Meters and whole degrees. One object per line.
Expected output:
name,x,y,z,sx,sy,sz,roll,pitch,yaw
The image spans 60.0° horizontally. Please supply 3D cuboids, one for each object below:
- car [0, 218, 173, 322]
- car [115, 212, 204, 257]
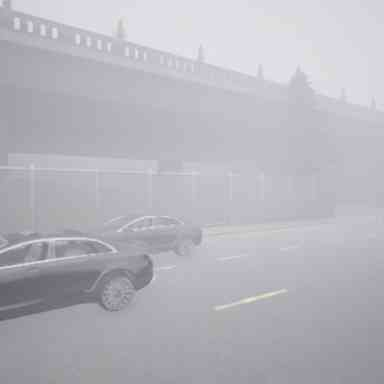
car,-3.046,1.488,6.119,4.902,1.511,2.128,0,0,-35
car,-1.870,1.473,11.256,4.902,1.511,2.128,0,0,-35
